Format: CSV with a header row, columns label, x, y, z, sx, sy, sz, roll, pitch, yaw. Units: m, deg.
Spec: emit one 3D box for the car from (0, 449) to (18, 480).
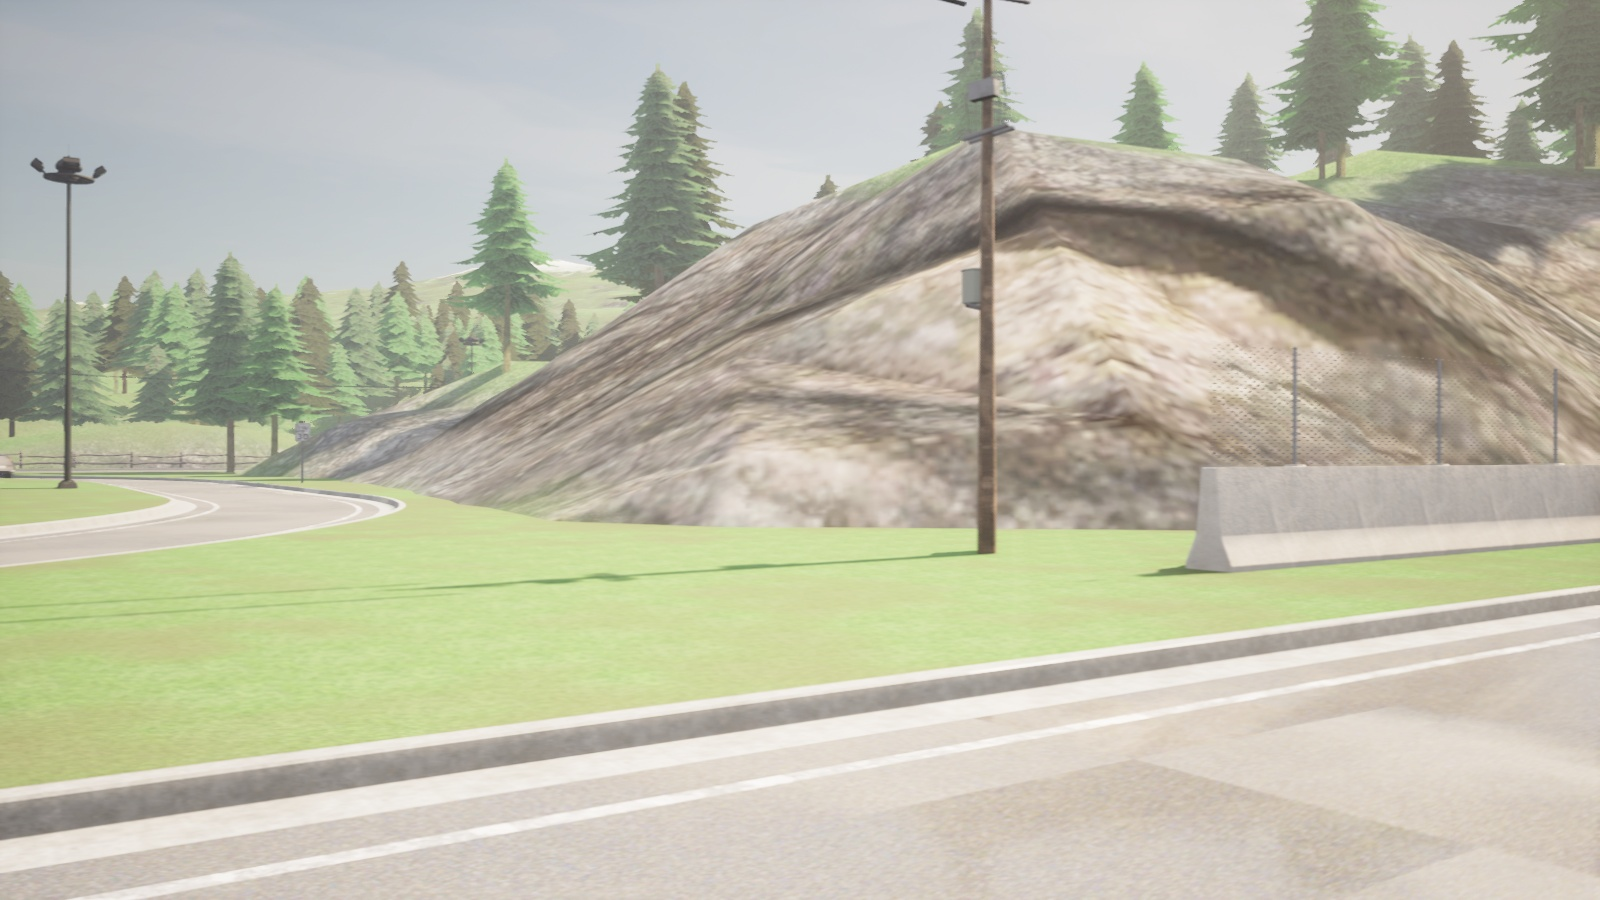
label,x,y,z,sx,sy,sz,roll,pitch,yaw
car,-44.872,0.784,67.521,5.027,1.651,2.152,0,0,19
